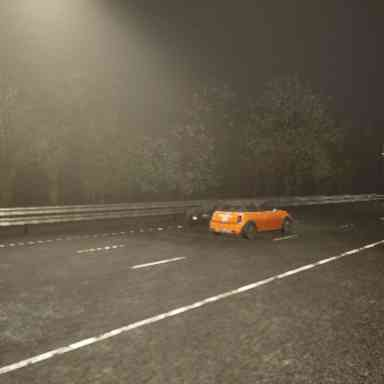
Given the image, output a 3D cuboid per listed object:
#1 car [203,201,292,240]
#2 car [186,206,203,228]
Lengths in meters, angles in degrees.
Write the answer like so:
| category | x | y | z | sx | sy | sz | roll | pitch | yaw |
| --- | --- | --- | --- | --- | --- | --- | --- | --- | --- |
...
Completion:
| category | x | y | z | sx | sy | sz | roll | pitch | yaw |
| --- | --- | --- | --- | --- | --- | --- | --- | --- | --- |
| car | 3.014 | 1.214 | 16.355 | 4.553 | 1.767 | 2.097 | -1 | 0 | -44 |
| car | 1.615 | 1.412 | 19.860 | 4.181 | 1.385 | 1.994 | -1 | 0 | -44 |
